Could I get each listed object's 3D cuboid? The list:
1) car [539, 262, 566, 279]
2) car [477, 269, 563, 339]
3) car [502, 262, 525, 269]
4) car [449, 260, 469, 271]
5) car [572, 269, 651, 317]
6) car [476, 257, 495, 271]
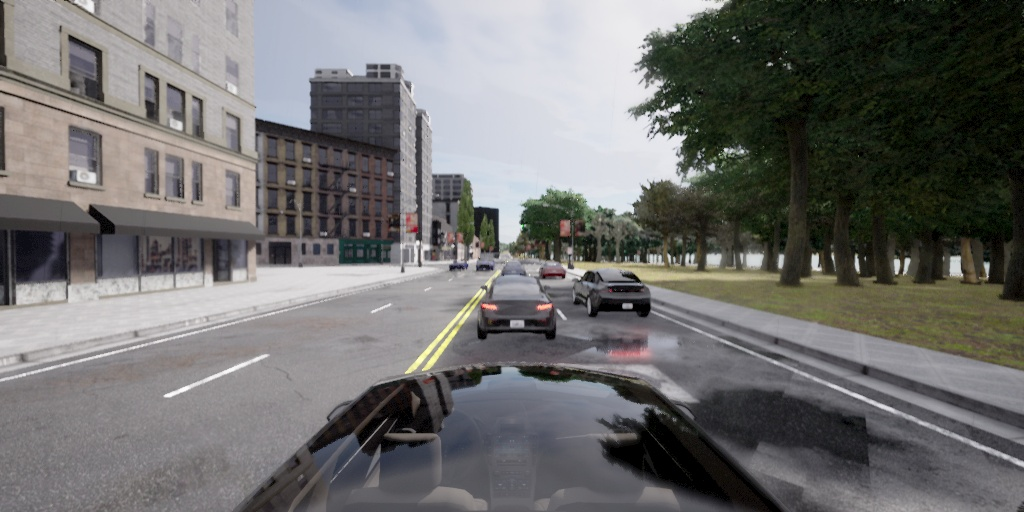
[{"bbox_3d":[3.399,1.176,30.615,1.994,1.385,4.181,0,0,0],"label":"car"},{"bbox_3d":[0.105,1.239,9.777,1.812,1.442,4.674,0,0,0],"label":"car"},{"bbox_3d":[0.147,1.181,29.691,1.994,1.385,4.181,0,0,0],"label":"car"},{"bbox_3d":[-6.427,1.161,43.612,1.895,1.301,4.718,0,0,0],"label":"car"},{"bbox_3d":[3.368,1.203,12.858,1.837,1.490,4.892,0,0,0],"label":"car"},{"bbox_3d":[-3.179,0.898,43.535,2.097,1.767,4.553,0,0,0],"label":"car"}]
